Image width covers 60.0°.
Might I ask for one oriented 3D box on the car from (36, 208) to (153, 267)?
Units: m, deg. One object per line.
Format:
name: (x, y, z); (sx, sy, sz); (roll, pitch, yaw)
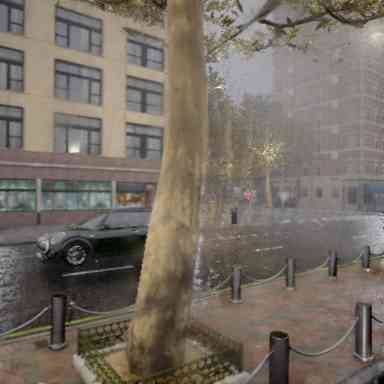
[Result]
car: (-2.930, 1.397, 11.697); (4.553, 1.767, 2.097); (1, 0, -35)
